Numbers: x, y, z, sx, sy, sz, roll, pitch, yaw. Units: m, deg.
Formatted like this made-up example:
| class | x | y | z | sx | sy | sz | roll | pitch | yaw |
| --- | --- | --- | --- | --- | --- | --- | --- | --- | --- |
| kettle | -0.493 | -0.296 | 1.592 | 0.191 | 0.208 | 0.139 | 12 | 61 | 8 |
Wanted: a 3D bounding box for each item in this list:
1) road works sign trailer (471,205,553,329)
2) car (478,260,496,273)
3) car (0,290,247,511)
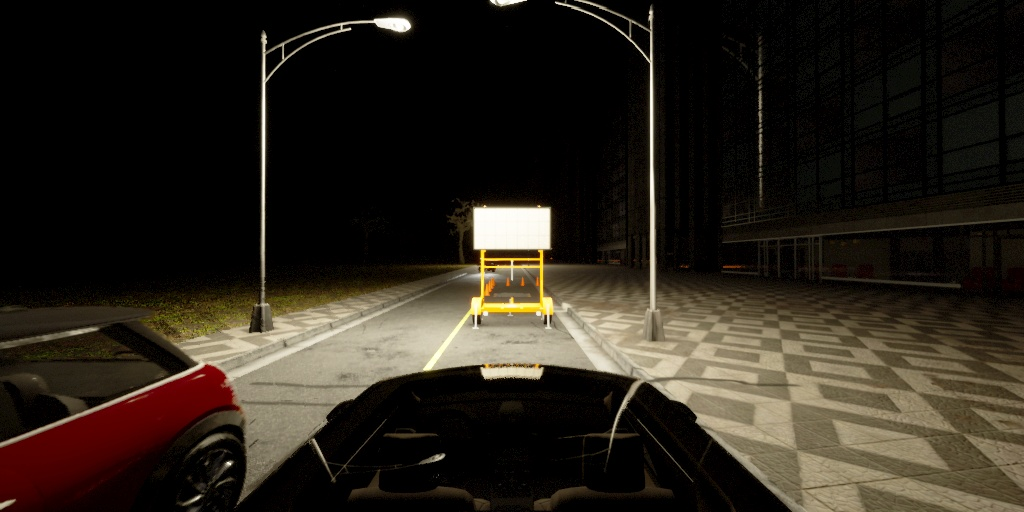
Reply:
| class | x | y | z | sx | sy | sz | roll | pitch | yaw |
| --- | --- | --- | --- | --- | --- | --- | --- | --- | --- |
| road works sign trailer | 0.002 | 0.216 | 11.220 | 2.380 | 3.560 | 2.880 | 0 | 0 | 0 |
| car | -2.988 | 1.255 | 43.398 | 2.128 | 1.511 | 4.902 | 0 | 0 | 0 |
| car | -3.103 | 1.102 | 0.841 | 2.097 | 1.767 | 4.553 | 0 | 0 | 0 |
